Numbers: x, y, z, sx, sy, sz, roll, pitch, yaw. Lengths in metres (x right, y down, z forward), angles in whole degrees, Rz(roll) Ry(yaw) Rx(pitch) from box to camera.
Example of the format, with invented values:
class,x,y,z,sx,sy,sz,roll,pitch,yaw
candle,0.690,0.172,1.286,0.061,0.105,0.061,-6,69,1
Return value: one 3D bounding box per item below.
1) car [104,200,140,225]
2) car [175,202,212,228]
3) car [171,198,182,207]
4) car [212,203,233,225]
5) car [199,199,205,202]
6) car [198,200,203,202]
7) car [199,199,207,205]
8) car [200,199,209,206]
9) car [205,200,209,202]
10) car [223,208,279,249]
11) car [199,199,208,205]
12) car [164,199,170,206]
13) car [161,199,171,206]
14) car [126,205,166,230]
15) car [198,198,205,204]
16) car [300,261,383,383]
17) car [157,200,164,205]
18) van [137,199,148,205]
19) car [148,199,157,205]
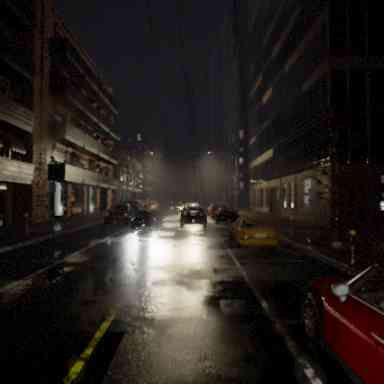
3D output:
class,x,y,z,sx,sy,sz,roll,pitch,yaw
car,-5.674,1.722,26.613,1.967,1.590,4.097,1,-1,0
car,0.099,1.748,24.290,2.128,1.511,4.902,0,-1,0
car,-3.024,2.041,64.893,2.097,1.767,4.553,0,-1,0
car,2.670,1.831,26.487,2.008,1.369,4.403,1,-1,0
car,2.666,2.287,66.368,1.802,1.307,4.206,1,-1,0
car,0.097,2.042,41.790,1.895,1.301,4.718,0,-1,0
car,2.665,2.436,83.463,1.887,1.381,4.507,1,-1,0
car,2.667,2.312,72.066,1.887,1.381,4.507,1,-1,0
car,2.670,1.927,38.052,1.752,1.417,4.829,1,-1,0
car,2.672,1.688,15.262,1.752,1.417,4.829,1,-1,0
car,2.666,2.356,77.935,1.752,1.417,4.829,1,-1,0
car,-5.679,2.190,60.795,1.887,1.381,4.507,1,-1,0
car,-5.680,2.292,72.020,1.752,1.417,4.829,1,-1,0
car,-3.100,1.849,23.490,1.895,1.301,4.718,0,-1,0
car,2.664,2.562,94.857,1.887,1.381,4.507,1,-1,0
car,2.675,1.481,3.698,1.967,1.590,4.097,1,-1,0
car,-5.678,2.046,49.231,1.752,1.417,4.829,1,-1,0
van,-5.672,1.683,32.311,1.690,1.788,3.998,1,-1,0
car,-5.672,1.717,38.008,2.192,1.841,5.009,1,-1,0
